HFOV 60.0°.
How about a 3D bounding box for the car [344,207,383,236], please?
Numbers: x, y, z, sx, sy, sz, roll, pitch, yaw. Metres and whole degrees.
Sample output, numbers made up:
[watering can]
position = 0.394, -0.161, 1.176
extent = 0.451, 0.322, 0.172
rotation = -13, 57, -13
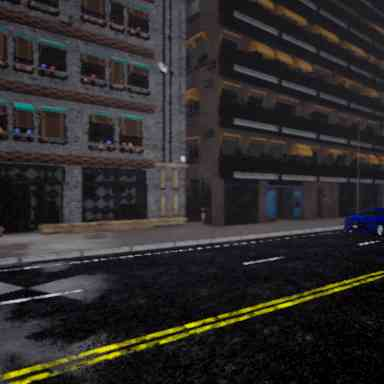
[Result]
[car]
position = 11.060, 1.687, 19.966
extent = 5.008, 1.535, 1.882
rotation = 1, -1, -37
